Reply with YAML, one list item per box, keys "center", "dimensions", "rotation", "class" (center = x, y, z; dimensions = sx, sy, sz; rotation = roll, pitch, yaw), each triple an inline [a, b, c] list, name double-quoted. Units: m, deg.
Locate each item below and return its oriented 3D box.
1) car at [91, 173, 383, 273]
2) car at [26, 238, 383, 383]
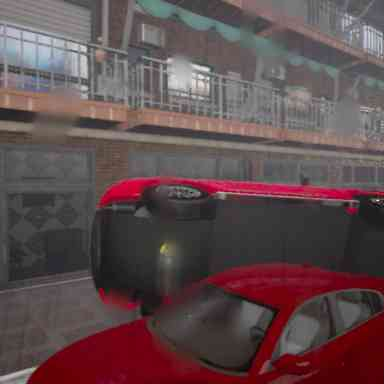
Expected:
- center: [1.181, 0.908, 5.801]
  dimensions: [5.566, 2.150, 2.045]
  rotation: [3, 15, -6]
  class: "car"
- center: [0.726, 1.512, 3.401]
  dimensions: [4.507, 1.381, 1.887]
  rotation: [-1, 0, -35]
  class: "car"
